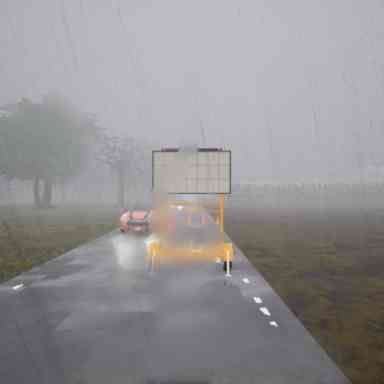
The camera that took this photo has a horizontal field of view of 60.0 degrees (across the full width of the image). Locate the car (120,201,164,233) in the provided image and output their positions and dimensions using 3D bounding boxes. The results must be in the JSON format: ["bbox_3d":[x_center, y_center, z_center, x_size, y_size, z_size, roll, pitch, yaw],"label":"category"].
[{"bbox_3d":[-2.869,1.370,19.773,2.097,1.767,4.553,0,0,0],"label":"car"}]

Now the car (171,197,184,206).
[{"bbox_3d":[-2.877,1.915,60.836,1.895,1.301,4.718,0,-1,0],"label":"car"}]

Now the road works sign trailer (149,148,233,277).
[{"bbox_3d":[-0.004,0.463,10.275,2.380,3.560,2.880,0,0,1],"label":"road works sign trailer"}]
